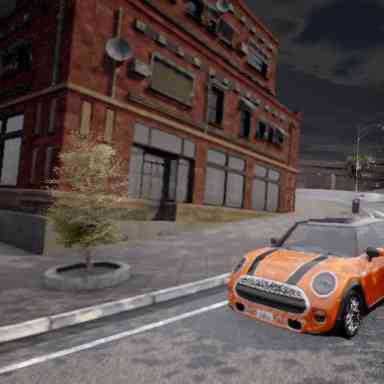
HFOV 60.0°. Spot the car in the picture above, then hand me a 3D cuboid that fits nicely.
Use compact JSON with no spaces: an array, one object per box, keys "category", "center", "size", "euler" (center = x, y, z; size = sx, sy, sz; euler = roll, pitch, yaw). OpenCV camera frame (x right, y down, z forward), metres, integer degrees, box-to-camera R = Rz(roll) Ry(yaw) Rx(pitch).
[{"category":"car","center":[2.788,1.346,6.784],"size":[4.553,1.767,2.097],"euler":[0,0,-43]}]
